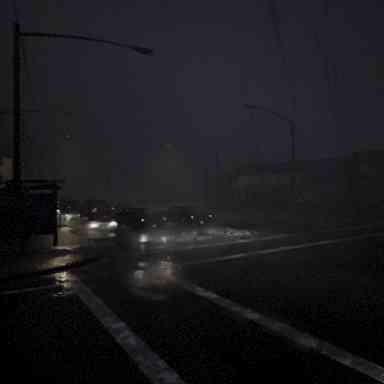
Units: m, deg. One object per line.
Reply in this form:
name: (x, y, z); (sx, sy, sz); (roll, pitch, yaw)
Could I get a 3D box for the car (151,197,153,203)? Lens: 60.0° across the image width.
car: (-6.935, 1.573, 66.219); (1.994, 1.385, 4.181); (0, 0, 24)

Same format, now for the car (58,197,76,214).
car: (-13.536, 1.631, 37.562); (1.812, 1.442, 4.674); (0, 0, -30)

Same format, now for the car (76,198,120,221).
car: (-8.294, 1.464, 29.122); (2.097, 1.767, 4.553); (0, 0, -32)

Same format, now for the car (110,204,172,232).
car: (-3.456, 1.718, 21.668); (1.895, 1.301, 4.718); (0, 0, -34)

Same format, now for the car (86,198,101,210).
car: (-13.567, 1.589, 45.570); (1.837, 1.490, 4.892); (0, 0, -19)

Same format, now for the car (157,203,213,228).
car: (-0.554, 1.705, 23.617); (1.895, 1.301, 4.718); (0, 0, -34)

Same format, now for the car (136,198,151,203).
car: (-8.547, 1.640, 56.524); (1.895, 1.301, 4.718); (0, 0, -2)

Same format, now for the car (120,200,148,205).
car: (-6.444, 1.697, 32.682); (1.895, 1.301, 4.718); (0, 0, -32)

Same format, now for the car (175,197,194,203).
car: (-1.506, 1.584, 69.036); (1.895, 1.301, 4.718); (0, 0, 35)

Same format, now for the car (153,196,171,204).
car: (-5.065, 1.499, 59.432); (1.882, 1.535, 5.008); (0, 0, 7)
